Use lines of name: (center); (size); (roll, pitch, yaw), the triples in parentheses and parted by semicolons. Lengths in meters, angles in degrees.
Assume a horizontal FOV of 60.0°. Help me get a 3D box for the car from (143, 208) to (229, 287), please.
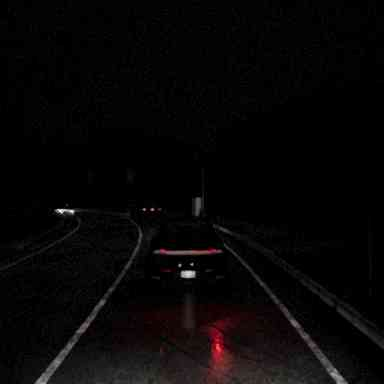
car: (-0.189, 1.431, 9.138); (2.128, 1.511, 4.902); (0, 0, -3)

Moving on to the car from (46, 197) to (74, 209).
car: (-15.130, 1.220, 38.047); (1.994, 1.385, 4.181); (1, 0, -44)

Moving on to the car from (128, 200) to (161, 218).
car: (-3.967, 1.366, 27.570); (2.033, 1.411, 5.357); (0, 0, -22)
